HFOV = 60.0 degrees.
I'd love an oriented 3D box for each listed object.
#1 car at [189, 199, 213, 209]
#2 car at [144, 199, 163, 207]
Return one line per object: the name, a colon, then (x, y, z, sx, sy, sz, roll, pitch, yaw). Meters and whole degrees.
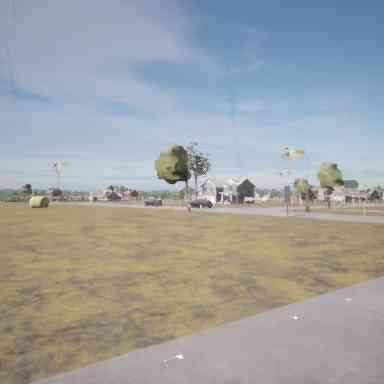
car: (1.262, 1.837, 51.888, 1.837, 1.490, 4.892, 0, 0, -36)
car: (-7.478, 2.015, 64.082, 2.128, 1.511, 4.902, 0, -1, -36)
